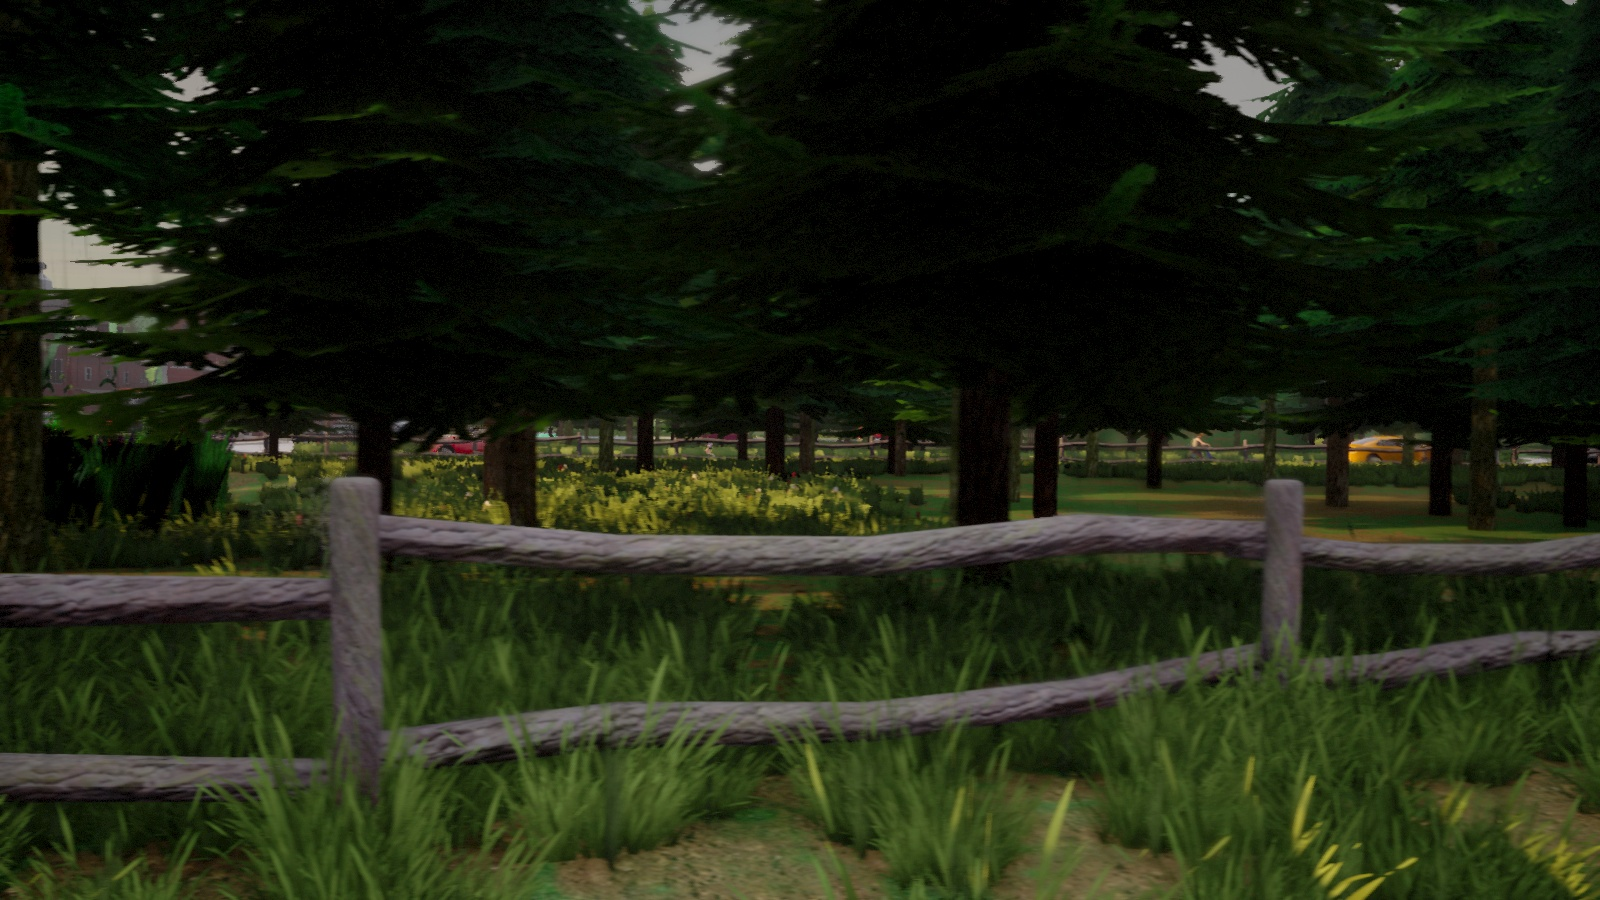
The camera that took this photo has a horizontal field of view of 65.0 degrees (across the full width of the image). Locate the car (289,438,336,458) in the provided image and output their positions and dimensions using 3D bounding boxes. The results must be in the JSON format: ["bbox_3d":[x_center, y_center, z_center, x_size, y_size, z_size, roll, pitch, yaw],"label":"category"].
[{"bbox_3d":[-33.621,-0.134,86.746,1.895,1.301,4.718,-1,1,-7],"label":"car"}]

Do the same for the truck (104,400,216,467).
[{"bbox_3d":[-34.801,-0.913,68.652,2.891,3.462,7.936,-1,1,-7],"label":"truck"}]

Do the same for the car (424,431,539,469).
[{"bbox_3d":[-13.691,-0.015,54.203,4.514,1.525,2.007,-1,1,-5],"label":"car"}]

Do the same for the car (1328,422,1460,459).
[{"bbox_3d":[25.949,-0.419,54.931,5.008,1.535,1.882,-1,1,-7],"label":"car"}]
